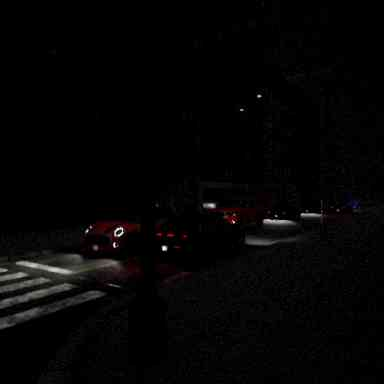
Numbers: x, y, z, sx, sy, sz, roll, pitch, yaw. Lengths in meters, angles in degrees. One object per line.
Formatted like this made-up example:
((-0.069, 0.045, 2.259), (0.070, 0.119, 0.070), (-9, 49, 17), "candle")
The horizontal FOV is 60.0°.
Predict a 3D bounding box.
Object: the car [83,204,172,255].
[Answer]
((-2.276, 1.434, 13.880), (2.097, 1.767, 4.553), (0, 0, 32), "car")

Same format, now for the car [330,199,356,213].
((17.318, 1.749, 38.457), (1.895, 1.301, 4.718), (0, 0, 34), "car")

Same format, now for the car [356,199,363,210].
((22.871, 1.705, 46.985), (1.812, 1.442, 4.674), (0, 0, 33), "car")

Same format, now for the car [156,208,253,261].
((0.428, 1.581, 12.854), (1.837, 1.490, 4.892), (0, 0, 33), "car")

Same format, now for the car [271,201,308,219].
((8.626, 1.675, 30.504), (2.033, 1.411, 5.357), (0, 0, 34), "car")

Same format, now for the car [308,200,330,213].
((14.208, 1.698, 38.922), (2.033, 1.411, 5.357), (0, 0, 34), "car")

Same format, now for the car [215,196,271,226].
((2.990, 1.325, 21.942), (2.150, 2.045, 5.566), (0, 0, 33), "car")
